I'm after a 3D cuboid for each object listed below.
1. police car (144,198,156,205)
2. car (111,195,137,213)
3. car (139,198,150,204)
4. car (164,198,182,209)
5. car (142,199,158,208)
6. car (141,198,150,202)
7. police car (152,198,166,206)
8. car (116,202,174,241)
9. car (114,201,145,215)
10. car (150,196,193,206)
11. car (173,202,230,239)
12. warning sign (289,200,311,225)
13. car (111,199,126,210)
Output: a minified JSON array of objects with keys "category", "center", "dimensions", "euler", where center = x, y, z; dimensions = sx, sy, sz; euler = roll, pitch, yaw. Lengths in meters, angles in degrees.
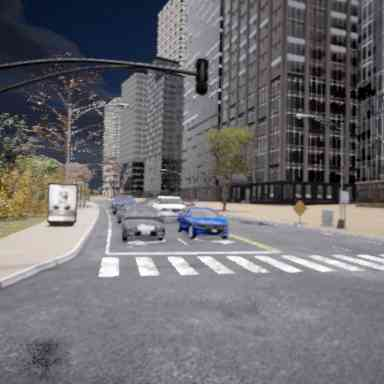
[{"category":"police car","center":[-10.651,2.320,83.461],"dimensions":[1.930,1.638,5.238],"euler":[2,-1,-19]},{"category":"car","center":[-7.207,1.356,35.380],"dimensions":[2.150,2.045,5.566],"euler":[2,-1,-15]},{"category":"car","center":[-12.698,2.400,89.246],"dimensions":[1.801,1.575,5.366],"euler":[2,-1,-20]},{"category":"car","center":[-3.378,1.991,57.944],"dimensions":[2.097,1.767,4.553],"euler":[2,-1,-17]},{"category":"car","center":[-7.798,2.064,61.503],"dimensions":[2.128,1.511,4.902],"euler":[2,-1,-17]},{"category":"car","center":[-4.349,1.775,37.190],"dimensions":[1.812,1.442,4.674],"euler":[2,-1,-14]},{"category":"police car","center":[-7.408,2.238,73.903],"dimensions":[1.930,1.638,5.238],"euler":[2,-1,-18]},{"category":"car","center":[-2.465,1.458,16.319],"dimensions":[2.128,1.511,4.902],"euler":[2,-1,-13]},{"category":"car","center":[-4.550,1.606,24.975],"dimensions":[1.994,1.385,4.181],"euler":[2,-1,-14]},{"category":"car","center":[-1.841,1.386,27.589],"dimensions":[2.150,2.045,5.566],"euler":[2,-1,-14]},{"category":"car","center":[0.492,1.556,17.963],"dimensions":[1.882,1.535,5.008],"euler":[2,-1,-13]},{"category":"warning sign","center":[8.360,1.549,25.766],"dimensions":[1.300,1.860,1.060],"euler":[1,-2,-14]},{"category":"car","center":[-10.823,1.762,48.665],"dimensions":[1.837,1.490,4.892],"euler":[2,-2,-16]}]
